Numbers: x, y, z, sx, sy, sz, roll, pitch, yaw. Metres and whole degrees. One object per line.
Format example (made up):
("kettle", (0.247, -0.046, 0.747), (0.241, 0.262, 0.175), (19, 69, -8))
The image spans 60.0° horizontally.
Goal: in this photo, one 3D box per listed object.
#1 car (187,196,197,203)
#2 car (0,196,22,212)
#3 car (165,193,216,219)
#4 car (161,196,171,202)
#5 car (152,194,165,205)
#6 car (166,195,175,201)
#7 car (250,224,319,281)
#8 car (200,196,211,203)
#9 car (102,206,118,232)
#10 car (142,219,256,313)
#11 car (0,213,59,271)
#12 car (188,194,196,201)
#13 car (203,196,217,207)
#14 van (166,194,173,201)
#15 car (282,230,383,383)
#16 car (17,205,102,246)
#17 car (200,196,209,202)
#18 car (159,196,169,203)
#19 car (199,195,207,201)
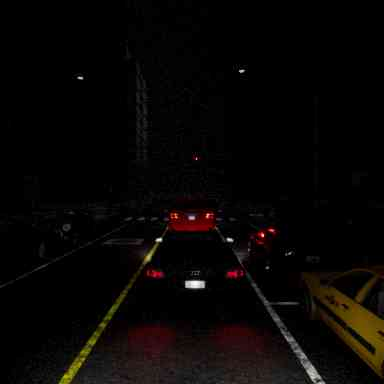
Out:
("car", (0.089, 1.567, 69.255), (2.033, 1.411, 5.357), (0, 0, 0))
("car", (-17.924, 1.171, 31.989), (4.902, 1.511, 2.128), (1, 0, 0))
("car", (0.001, 1.223, 17.169), (2.150, 2.045, 5.566), (0, 0, 0))
("car", (-5.776, 1.549, 74.083), (1.752, 1.417, 4.829), (0, 0, 0))
("car", (-5.773, 1.329, 57.940), (2.192, 1.841, 5.009), (0, 0, 0))
("car", (-5.778, 1.586, 90.566), (2.008, 1.369, 4.403), (0, 0, 0))
("car", (2.760, 1.566, 9.622), (1.947, 1.339, 4.313), (0, 0, 0))
("car", (2.751, 1.571, 68.816), (2.008, 1.369, 4.403), (0, 0, 0))
("car", (-5.767, 1.527, 20.362), (1.752, 1.417, 4.829), (0, 0, 0))
("car", (0.058, 1.564, 7.749), (1.994, 1.385, 4.181), (0, 0, 0))
("car", (-5.765, 1.545, 9.618), (1.887, 1.381, 4.507), (0, 0, 0))
("car", (-0.015, 1.389, 89.001), (2.097, 1.767, 4.553), (0, 0, 0))
("car", (2.753, 1.452, 52.504), (1.967, 1.590, 4.097), (0, 0, 0))
("van", (-5.778, 1.372, 85.128), (1.690, 1.788, 3.998), (0, 0, 0))
("car", (2.761, 1.525, 4.335), (1.752, 1.417, 4.829), (0, 0, 0))
("car", (-5.766, 1.441, 15.075), (1.967, 1.590, 4.097), (0, 0, 0))
("car", (2.750, 1.568, 74.254), (1.887, 1.381, 4.507), (0, 0, 0))
("car", (-5.775, 1.602, 68.815), (1.802, 1.307, 4.206), (0, 0, 0))
("car", (2.748, 1.556, 85.299), (1.752, 1.417, 4.829), (0, 0, 0))
